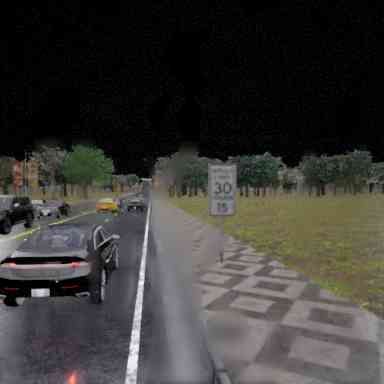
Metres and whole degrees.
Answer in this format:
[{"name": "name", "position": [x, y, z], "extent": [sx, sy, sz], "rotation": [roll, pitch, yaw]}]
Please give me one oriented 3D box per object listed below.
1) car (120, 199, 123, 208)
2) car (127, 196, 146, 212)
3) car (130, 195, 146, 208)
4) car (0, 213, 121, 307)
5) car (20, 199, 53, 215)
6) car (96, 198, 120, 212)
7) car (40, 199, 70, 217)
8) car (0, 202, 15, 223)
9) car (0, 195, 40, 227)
[{"name": "car", "position": [-11.240, 1.591, 49.198], "extent": [2.033, 1.411, 5.357], "rotation": [0, 0, -7]}, {"name": "car", "position": [-6.833, 1.556, 40.548], "extent": [1.837, 1.490, 4.892], "rotation": [0, 0, -7]}, {"name": "car", "position": [-8.087, 1.417, 50.360], "extent": [2.097, 1.767, 4.553], "rotation": [0, 0, -6]}, {"name": "car", "position": [-2.869, 1.498, 8.049], "extent": [2.128, 1.511, 4.902], "rotation": [0, 0, -7]}, {"name": "car", "position": [-15.998, 1.509, 34.424], "extent": [1.812, 1.442, 4.674], "rotation": [0, 0, -9]}, {"name": "car", "position": [-9.927, 1.507, 39.011], "extent": [1.882, 1.535, 5.008], "rotation": [0, 0, -7]}, {"name": "car", "position": [-12.146, 1.488, 29.329], "extent": [2.128, 1.511, 4.902], "rotation": [0, 0, -7]}, {"name": "car", "position": [-14.793, 1.495, 24.202], "extent": [1.812, 1.442, 4.674], "rotation": [0, 0, -7]}, {"name": "car", "position": [-10.881, 1.203, 19.026], "extent": [2.150, 2.045, 5.566], "rotation": [0, 0, -7]}]
